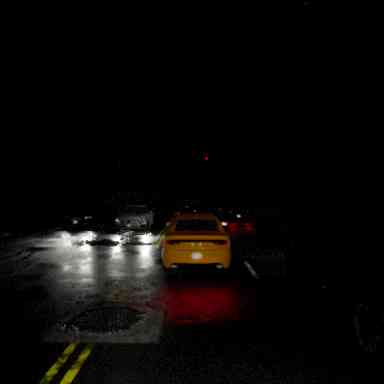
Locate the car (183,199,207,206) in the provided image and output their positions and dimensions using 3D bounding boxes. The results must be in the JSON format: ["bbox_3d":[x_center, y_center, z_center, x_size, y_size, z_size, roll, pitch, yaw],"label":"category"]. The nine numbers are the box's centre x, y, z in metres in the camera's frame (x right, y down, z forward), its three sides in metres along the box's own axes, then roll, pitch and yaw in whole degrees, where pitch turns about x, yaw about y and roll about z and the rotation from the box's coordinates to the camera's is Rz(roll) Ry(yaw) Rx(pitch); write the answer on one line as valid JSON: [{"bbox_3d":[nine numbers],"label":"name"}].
[{"bbox_3d":[0.265,1.360,29.014,1.882,1.535,5.008,0,0,0],"label":"car"}]

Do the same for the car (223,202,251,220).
[{"bbox_3d":[3.499,1.491,26.951,1.895,1.301,4.718,0,0,0],"label":"car"}]

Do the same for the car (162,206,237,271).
[{"bbox_3d":[0.146,1.433,10.804,1.882,1.535,5.008,0,0,1],"label":"car"}]

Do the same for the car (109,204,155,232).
[{"bbox_3d":[-3.234,1.446,19.455,1.812,1.442,4.674,0,0,0],"label":"car"}]

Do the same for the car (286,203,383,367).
[{"bbox_3d":[3.346,1.197,5.849,2.150,2.045,5.566,0,0,1],"label":"car"}]

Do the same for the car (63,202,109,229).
[{"bbox_3d":[-6.473,1.407,20.943,2.128,1.511,4.902,0,0,0],"label":"car"}]
